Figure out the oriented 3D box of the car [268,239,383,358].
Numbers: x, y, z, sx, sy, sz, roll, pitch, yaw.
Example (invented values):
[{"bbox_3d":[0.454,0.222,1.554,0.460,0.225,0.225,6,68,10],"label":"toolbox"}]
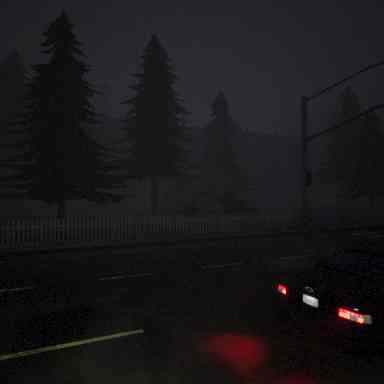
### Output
[{"bbox_3d":[3.891,1.547,5.698,5.357,1.411,2.033,0,0,-26],"label":"car"}]
